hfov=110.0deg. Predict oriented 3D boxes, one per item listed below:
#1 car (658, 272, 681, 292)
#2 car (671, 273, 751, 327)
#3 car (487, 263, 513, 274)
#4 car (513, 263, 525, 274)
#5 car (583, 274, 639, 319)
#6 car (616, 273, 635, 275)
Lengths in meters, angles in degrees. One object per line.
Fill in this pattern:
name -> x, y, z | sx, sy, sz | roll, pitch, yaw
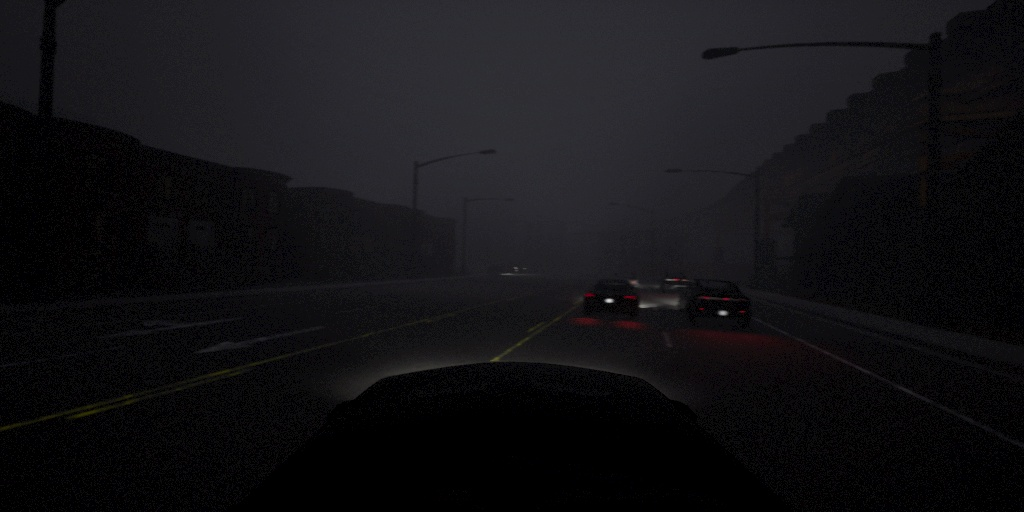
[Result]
car -> 12.433, 1.968, 27.645 | 2.128, 1.511, 4.902 | 1, -1, 20
car -> 7.437, 1.625, 13.501 | 2.128, 1.511, 4.902 | 1, -1, 20
car -> -2.199, 1.999, 55.570 | 1.994, 1.385, 4.181 | 2, -1, -34
car -> 0.160, 1.895, 58.435 | 2.097, 1.767, 4.553 | 2, -1, -38
car -> 4.177, 1.619, 14.772 | 1.994, 1.385, 4.181 | 1, -1, 20
car -> 8.926, 1.982, 28.236 | 1.895, 1.301, 4.718 | 1, -1, 20
